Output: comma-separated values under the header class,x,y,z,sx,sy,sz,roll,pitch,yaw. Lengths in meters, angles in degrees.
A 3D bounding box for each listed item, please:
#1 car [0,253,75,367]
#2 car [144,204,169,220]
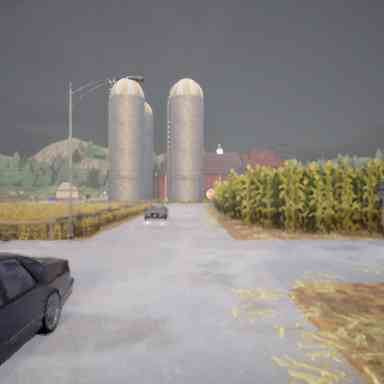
class,x,y,z,sx,sy,sz,roll,pitch,yaw
car,-3.101,1.539,3.978,2.033,1.411,5.357,0,0,0
car,-3.098,1.794,29.814,1.994,1.385,4.181,0,0,0
